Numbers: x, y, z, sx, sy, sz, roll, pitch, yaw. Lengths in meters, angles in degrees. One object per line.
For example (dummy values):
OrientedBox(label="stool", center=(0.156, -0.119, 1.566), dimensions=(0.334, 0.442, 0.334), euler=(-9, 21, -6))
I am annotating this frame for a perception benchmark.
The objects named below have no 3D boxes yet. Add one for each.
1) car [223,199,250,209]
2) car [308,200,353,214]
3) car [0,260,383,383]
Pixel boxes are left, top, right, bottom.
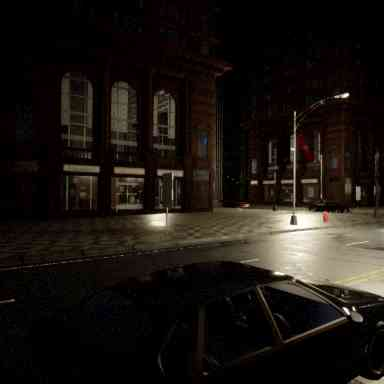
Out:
OrientedBox(label="car", center=(6.457, 1.765, 48.917), dimensions=(1.812, 1.442, 4.674), euler=(1, -1, -35))
OrientedBox(label="car", center=(15.189, 1.676, 36.611), dimensions=(1.837, 1.490, 4.892), euler=(1, -1, -35))
OrientedBox(label="car", center=(0.394, 1.548, 3.723), dimensions=(5.357, 1.411, 2.033), euler=(0, 0, -36))
